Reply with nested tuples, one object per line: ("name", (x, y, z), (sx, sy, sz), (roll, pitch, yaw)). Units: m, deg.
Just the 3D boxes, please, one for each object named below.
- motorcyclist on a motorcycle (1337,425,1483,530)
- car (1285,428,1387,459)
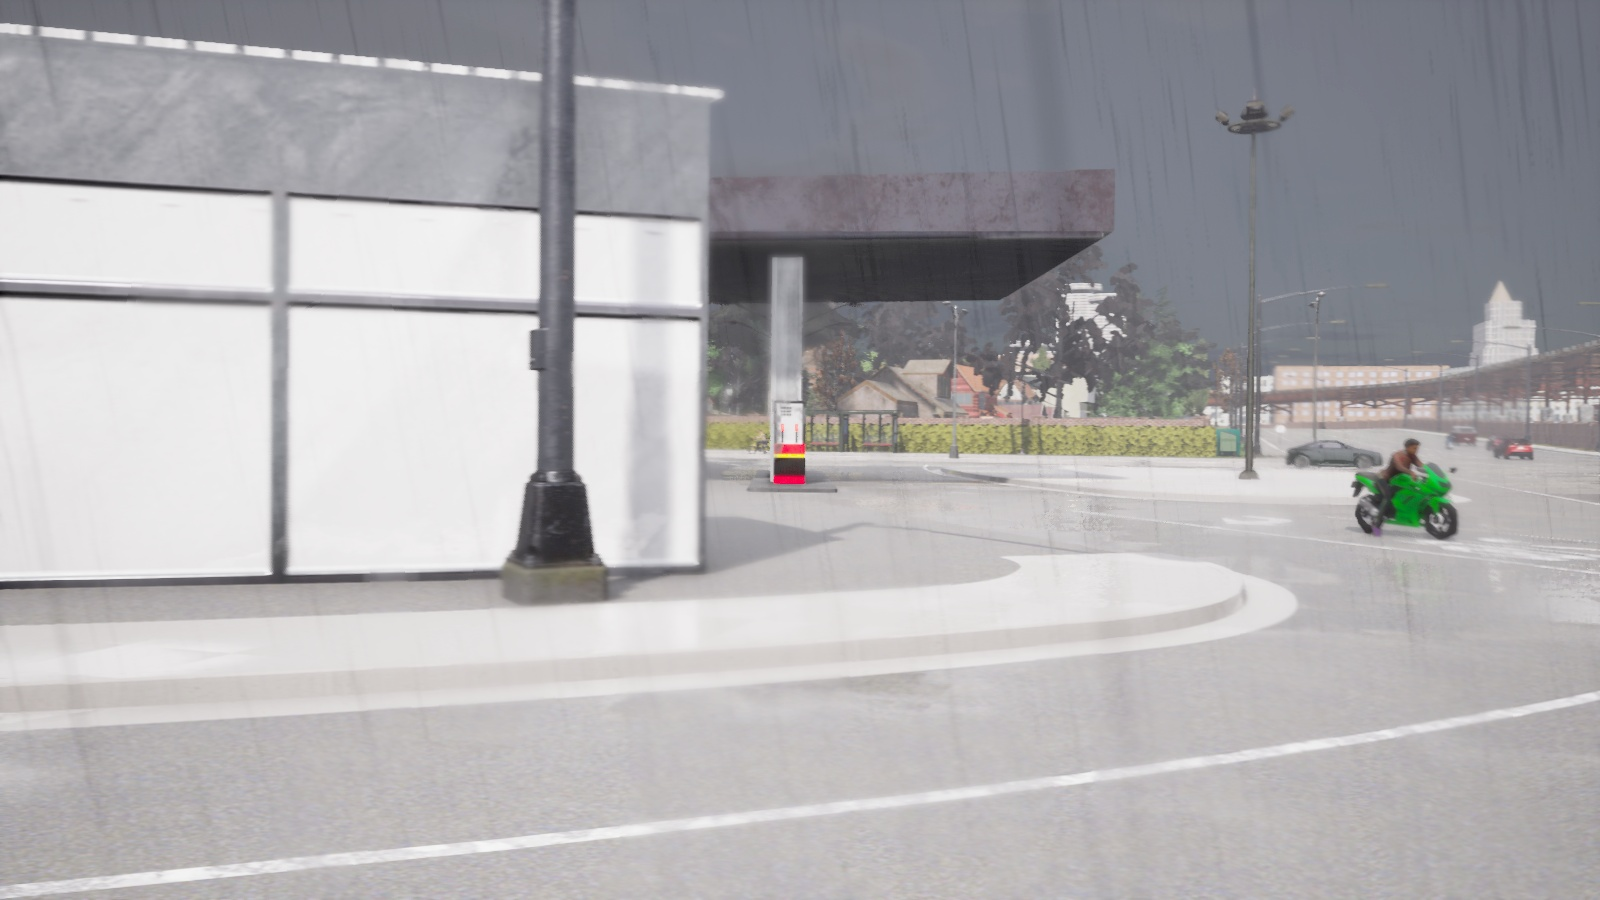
("motorcyclist on a motorcycle", (9.333, 0.382, 19.306), (0.797, 1.523, 2.044), (-1, 1, -19))
("car", (24.797, -0.302, 58.235), (4.181, 1.385, 1.994), (0, 1, 18))
